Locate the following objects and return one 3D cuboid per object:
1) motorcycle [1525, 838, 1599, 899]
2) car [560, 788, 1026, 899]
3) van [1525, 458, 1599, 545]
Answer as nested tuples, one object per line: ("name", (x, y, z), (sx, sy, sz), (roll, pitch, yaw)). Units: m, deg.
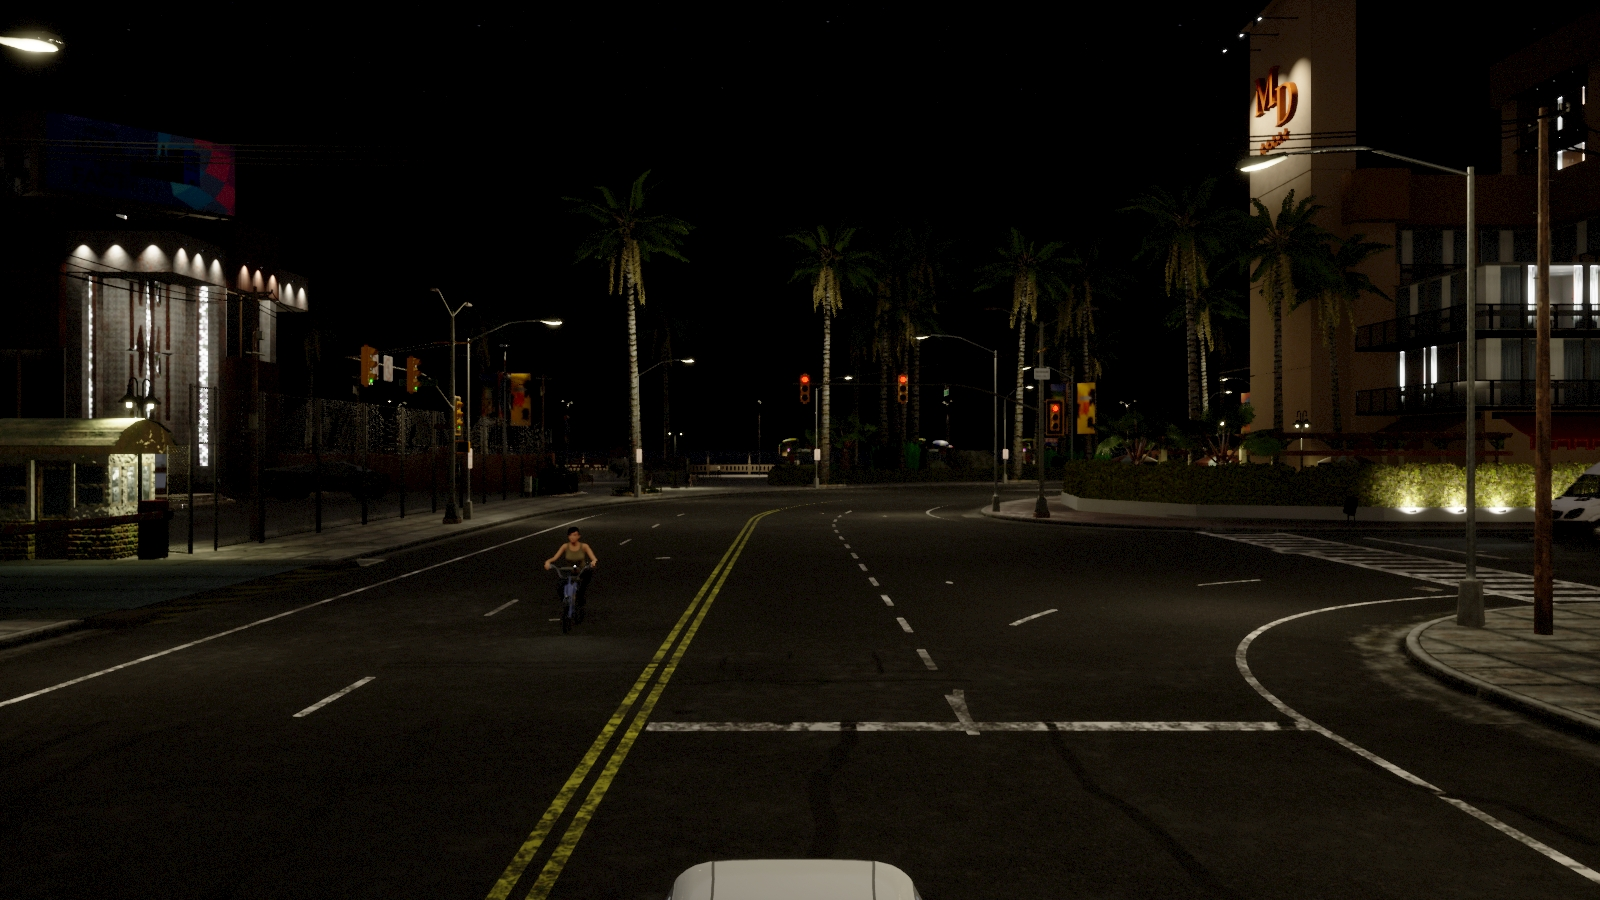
("motorcycle", (3.471, 2.213, 3.817), (0.803, 1.145, 2.033), (0, 0, 0))
("car", (-0.022, 2.120, 3.707), (1.481, 1.376, 2.207), (0, 0, 0))
("van", (25.713, 1.534, 34.861), (5.915, 2.561, 1.988), (0, 0, -1))
